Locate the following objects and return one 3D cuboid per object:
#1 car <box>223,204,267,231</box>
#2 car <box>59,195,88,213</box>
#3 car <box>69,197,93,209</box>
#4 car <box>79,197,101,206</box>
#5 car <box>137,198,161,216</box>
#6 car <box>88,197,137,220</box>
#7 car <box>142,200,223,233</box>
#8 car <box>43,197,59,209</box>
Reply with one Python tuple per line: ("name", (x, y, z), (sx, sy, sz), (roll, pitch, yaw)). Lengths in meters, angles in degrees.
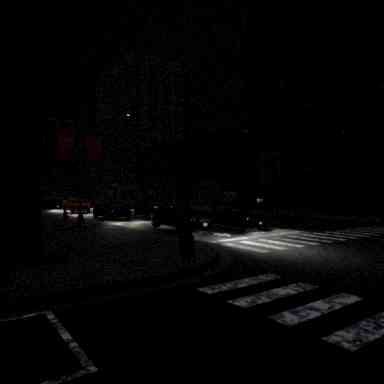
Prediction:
("car", (2.524, 1.502, 20.768), (1.812, 1.442, 4.674), (0, 0, -36))
("car", (-12.637, 1.426, 36.236), (1.882, 1.535, 5.008), (0, 0, -35))
("car", (-15.272, 1.457, 45.528), (1.812, 1.442, 4.674), (0, 0, -35))
("car", (-16.199, 1.518, 52.640), (1.895, 1.301, 4.718), (0, 0, -36))
("car", (-3.418, 1.313, 28.984), (2.097, 1.767, 4.553), (0, 0, -36))
("car", (-6.817, 1.441, 28.142), (1.882, 1.535, 5.008), (0, 0, -36))
("car", (-0.714, 1.472, 19.662), (2.128, 1.511, 4.902), (0, 0, -36))
("car", (-18.395, 1.535, 44.310), (1.895, 1.301, 4.718), (0, 0, -35))
